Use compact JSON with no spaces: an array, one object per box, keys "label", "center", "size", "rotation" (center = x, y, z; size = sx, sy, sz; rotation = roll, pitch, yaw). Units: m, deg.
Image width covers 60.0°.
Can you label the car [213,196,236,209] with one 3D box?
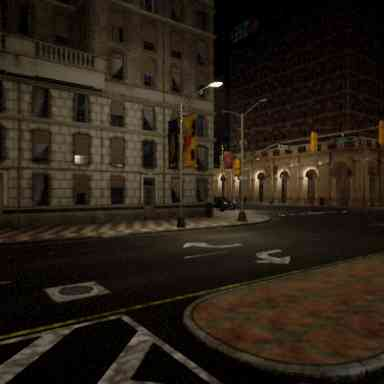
[{"label":"car","center":[3.701,1.367,43.615],"size":[2.097,1.767,4.553],"rotation":[0,0,-36]}]
